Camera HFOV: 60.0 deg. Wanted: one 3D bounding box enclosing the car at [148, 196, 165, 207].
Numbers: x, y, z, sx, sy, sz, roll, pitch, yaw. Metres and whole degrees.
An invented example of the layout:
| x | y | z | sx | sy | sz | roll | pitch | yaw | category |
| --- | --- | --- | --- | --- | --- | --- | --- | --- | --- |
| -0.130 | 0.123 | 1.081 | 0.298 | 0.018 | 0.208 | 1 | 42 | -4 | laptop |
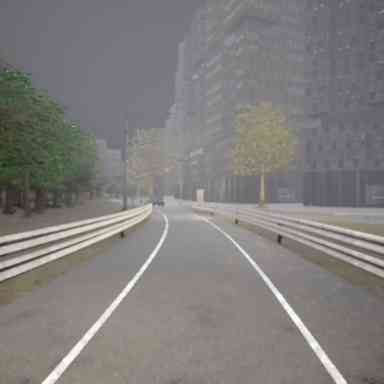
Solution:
| x | y | z | sx | sy | sz | roll | pitch | yaw | category |
| --- | --- | --- | --- | --- | --- | --- | --- | --- | --- |
| -6.481 | 1.699 | 60.636 | 2.150 | 2.045 | 5.566 | 1 | -1 | -18 | car |
